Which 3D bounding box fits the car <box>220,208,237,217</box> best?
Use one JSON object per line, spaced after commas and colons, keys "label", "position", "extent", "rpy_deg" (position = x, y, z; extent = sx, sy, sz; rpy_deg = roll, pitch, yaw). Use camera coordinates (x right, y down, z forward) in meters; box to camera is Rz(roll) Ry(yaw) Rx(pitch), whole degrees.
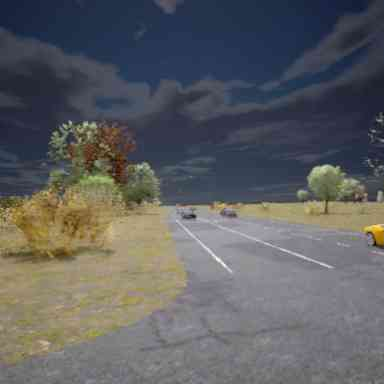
{"label": "car", "position": [5.904, 3.349, 54.280], "extent": [2.033, 1.411, 5.357], "rpy_deg": [-1, -2, -6]}

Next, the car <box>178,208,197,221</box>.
{"label": "car", "position": [-0.423, 3.295, 46.621], "extent": [1.895, 1.301, 4.718], "rpy_deg": [-1, -2, -6]}

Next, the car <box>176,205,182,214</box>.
{"label": "car", "position": [-2.383, 4.226, 74.383], "extent": [2.128, 1.511, 4.902], "rpy_deg": [-2, -2, 1]}

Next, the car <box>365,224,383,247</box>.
{"label": "car", "position": [9.760, 1.824, 14.713], "extent": [1.882, 1.535, 5.008], "rpy_deg": [-1, -2, -6]}
